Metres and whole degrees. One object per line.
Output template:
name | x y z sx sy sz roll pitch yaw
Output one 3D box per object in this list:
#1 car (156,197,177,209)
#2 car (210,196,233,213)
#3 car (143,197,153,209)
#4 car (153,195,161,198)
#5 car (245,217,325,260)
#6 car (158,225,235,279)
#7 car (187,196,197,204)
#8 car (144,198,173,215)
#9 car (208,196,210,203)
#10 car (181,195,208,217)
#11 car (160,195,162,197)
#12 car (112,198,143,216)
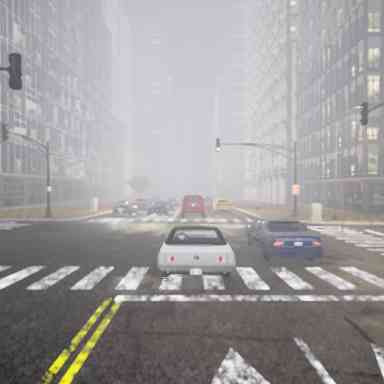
car | -3.320 1.644 43.603 1.895 1.301 4.718 0 0 0
car | 3.350 1.516 36.937 1.882 1.535 5.008 0 0 0
car | -6.555 1.520 42.880 1.882 1.535 5.008 0 0 -1
car | -6.501 1.612 52.780 1.994 1.385 4.181 0 0 0
car | 3.350 1.668 12.992 2.033 1.411 5.357 0 0 0
car | 0.106 1.676 10.234 1.895 1.301 4.718 0 -1 0
car | -0.002 1.580 64.652 1.812 1.442 4.674 0 0 0
car | -3.340 1.600 33.643 1.994 1.385 4.181 0 0 0
car | 3.255 1.532 65.266 1.882 1.535 5.008 0 0 0
car | 0.102 1.258 31.837 2.150 2.045 5.566 0 0 0
car | -6.502 1.405 63.080 2.097 1.767 4.553 0 0 0
car | -6.595 1.527 33.206 2.128 1.511 4.902 0 0 0
